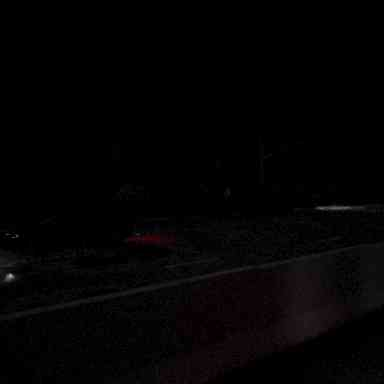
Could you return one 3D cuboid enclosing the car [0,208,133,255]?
[{"bbox_3d":[-4.863,1.452,13.405,5.008,1.535,1.882,-1,0,-35],"label":"car"}]

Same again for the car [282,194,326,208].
[{"bbox_3d":[12.699,1.138,39.030,1.895,1.301,4.718,-1,1,-35],"label":"car"}]

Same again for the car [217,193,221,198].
[{"bbox_3d":[4.413,1.091,57.018,1.895,1.301,4.718,-1,1,-35],"label":"car"}]

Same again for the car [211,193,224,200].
[{"bbox_3d":[5.436,0.874,70.323,1.994,1.385,4.181,-1,1,-6],"label":"car"}]

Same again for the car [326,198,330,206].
[{"bbox_3d":[14.944,0.962,42.022,1.882,1.535,5.008,-1,1,-36],"label":"car"}]
